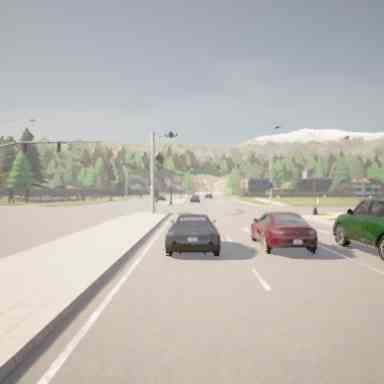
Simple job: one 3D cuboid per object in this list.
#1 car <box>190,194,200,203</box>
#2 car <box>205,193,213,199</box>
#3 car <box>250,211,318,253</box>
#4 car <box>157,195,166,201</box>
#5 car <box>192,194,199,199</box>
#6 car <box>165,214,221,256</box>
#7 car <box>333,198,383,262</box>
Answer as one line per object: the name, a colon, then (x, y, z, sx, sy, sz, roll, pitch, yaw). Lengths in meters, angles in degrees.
car: (0.609, 1.429, 64.758, 1.994, 1.385, 4.181, 0, 0, 1)
car: (4.505, 1.002, 90.100, 2.097, 1.767, 4.553, 0, 0, 1)
car: (3.553, 1.498, 13.388, 1.812, 1.442, 4.674, 0, 0, 1)
car: (-7.195, 1.434, 77.338, 1.895, 1.301, 4.718, 0, 0, 1)
car: (1.006, 1.241, 90.213, 1.895, 1.301, 4.718, 0, 0, 1)
car: (0.049, 1.537, 13.009, 1.994, 1.385, 4.181, 0, 0, 1)
car: (7.034, 1.199, 11.726, 2.150, 2.045, 5.566, 0, 0, 1)
